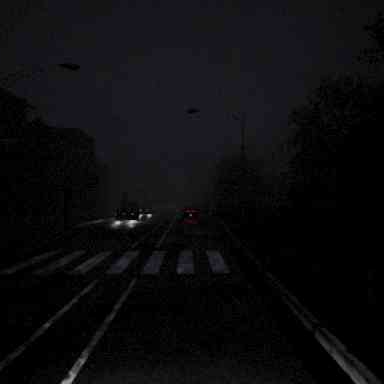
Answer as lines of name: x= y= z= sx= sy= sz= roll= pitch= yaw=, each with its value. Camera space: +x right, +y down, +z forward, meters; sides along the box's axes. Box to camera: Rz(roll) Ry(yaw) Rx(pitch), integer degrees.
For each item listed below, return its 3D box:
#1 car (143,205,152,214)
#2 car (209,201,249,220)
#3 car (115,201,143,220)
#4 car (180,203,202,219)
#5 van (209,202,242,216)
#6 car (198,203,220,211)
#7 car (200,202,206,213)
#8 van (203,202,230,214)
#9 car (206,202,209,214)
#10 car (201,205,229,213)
car: x=-7.864 y=3.000 z=56.857 sx=1.837 sy=1.490 sz=4.892 roll=0 pitch=-3 yaw=-1
car: x=5.130 y=1.997 z=36.240 sx=5.566 sy=2.045 sz=2.435 roll=2 pitch=-3 yaw=-22
car: x=-7.294 y=2.057 z=37.921 sx=2.150 sy=2.045 sz=5.566 roll=0 pitch=-2 yaw=-2
car: x=-0.200 y=2.382 z=39.250 sx=1.837 sy=1.490 sz=4.892 roll=0 pitch=-2 yaw=-2
van: x=4.830 y=2.452 z=48.097 sx=4.442 sy=1.987 sz=1.878 roll=2 pitch=-2 yaw=-22
car: x=3.795 y=3.428 z=74.688 sx=4.553 sy=1.767 sz=2.185 roll=1 pitch=-2 yaw=-23
car: x=4.659 y=2.528 z=51.018 sx=5.566 sy=2.045 sz=2.435 roll=2 pitch=-2 yaw=-22
van: x=4.446 y=2.859 z=59.927 sx=4.442 sy=1.987 sz=1.878 roll=1 pitch=-2 yaw=-22
car: x=4.989 y=2.103 z=39.163 sx=5.566 sy=2.045 sz=2.435 roll=2 pitch=-2 yaw=-22
car: x=4.270 y=3.210 z=62.842 sx=4.792 sy=1.488 sz=2.163 roll=1 pitch=-2 yaw=-22
